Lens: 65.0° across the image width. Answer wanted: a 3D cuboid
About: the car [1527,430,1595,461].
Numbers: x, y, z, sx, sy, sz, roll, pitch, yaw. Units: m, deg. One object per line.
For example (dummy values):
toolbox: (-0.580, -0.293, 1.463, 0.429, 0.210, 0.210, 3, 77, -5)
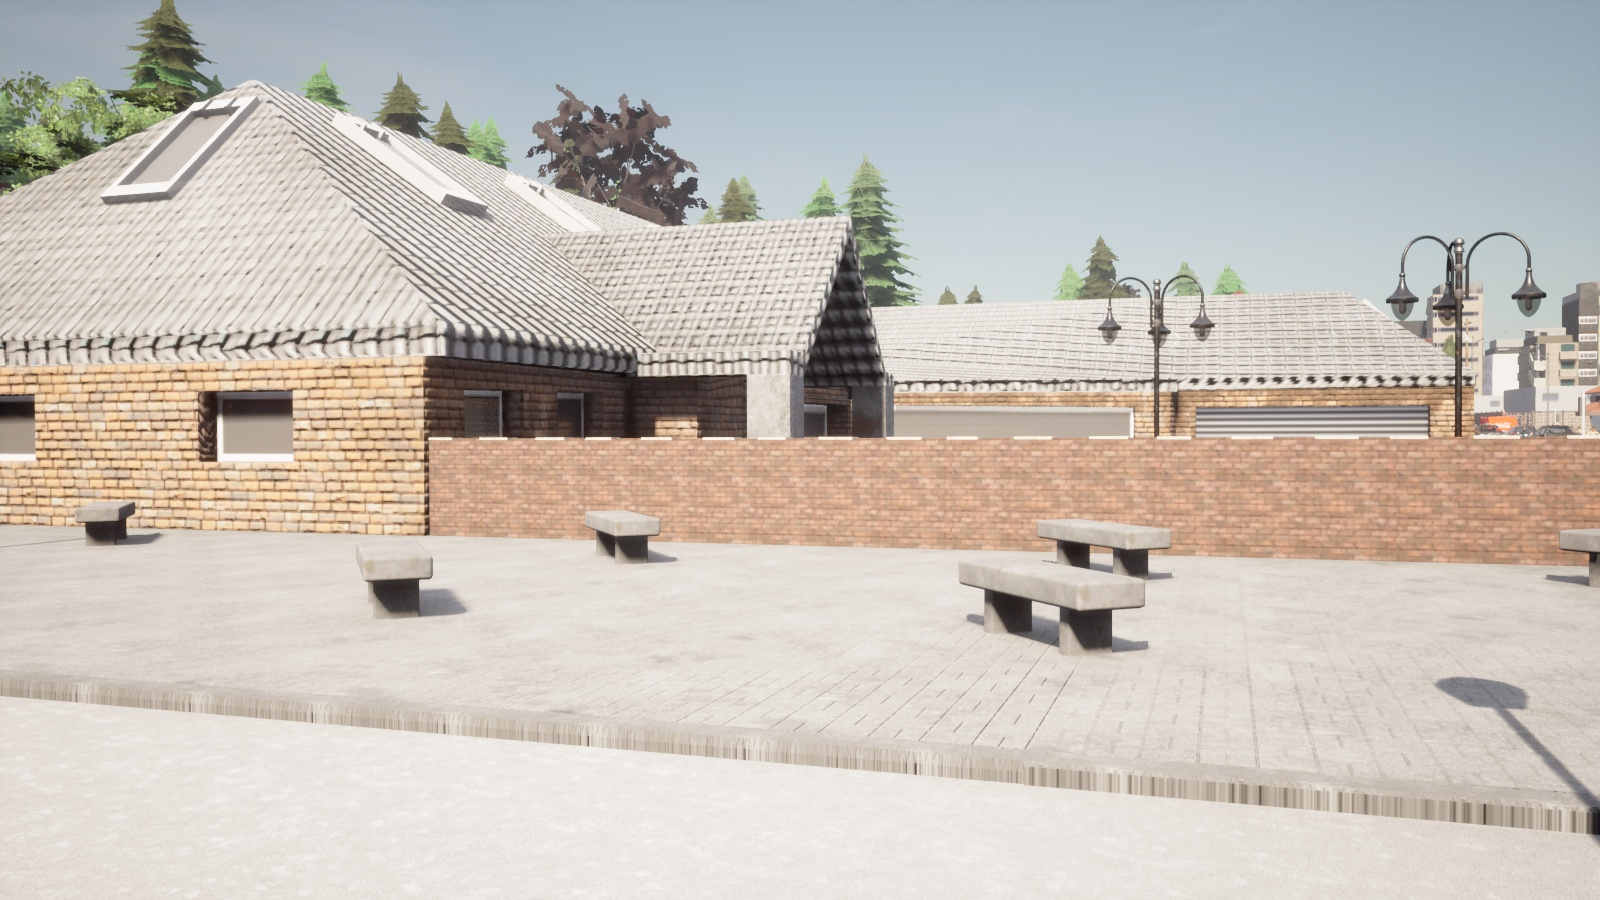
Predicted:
car: (42.318, -0.290, 69.938, 2.242, 1.667, 4.611, 1, 1, 19)
